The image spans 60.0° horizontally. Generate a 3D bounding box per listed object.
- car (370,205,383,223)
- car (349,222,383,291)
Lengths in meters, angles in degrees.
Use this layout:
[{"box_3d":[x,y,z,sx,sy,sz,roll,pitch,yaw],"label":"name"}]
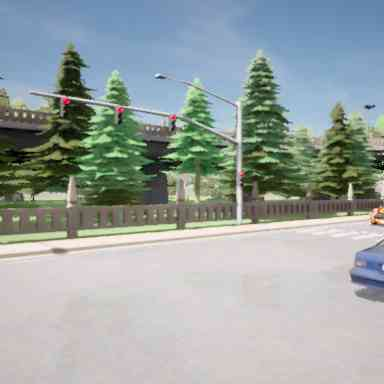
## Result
[{"box_3d":[14.045,1.325,22.564,4.553,1.767,2.097,0,0,-35],"label":"car"},{"box_3d":[5.917,1.523,7.958,5.357,1.411,2.033,-1,0,-36],"label":"car"}]
